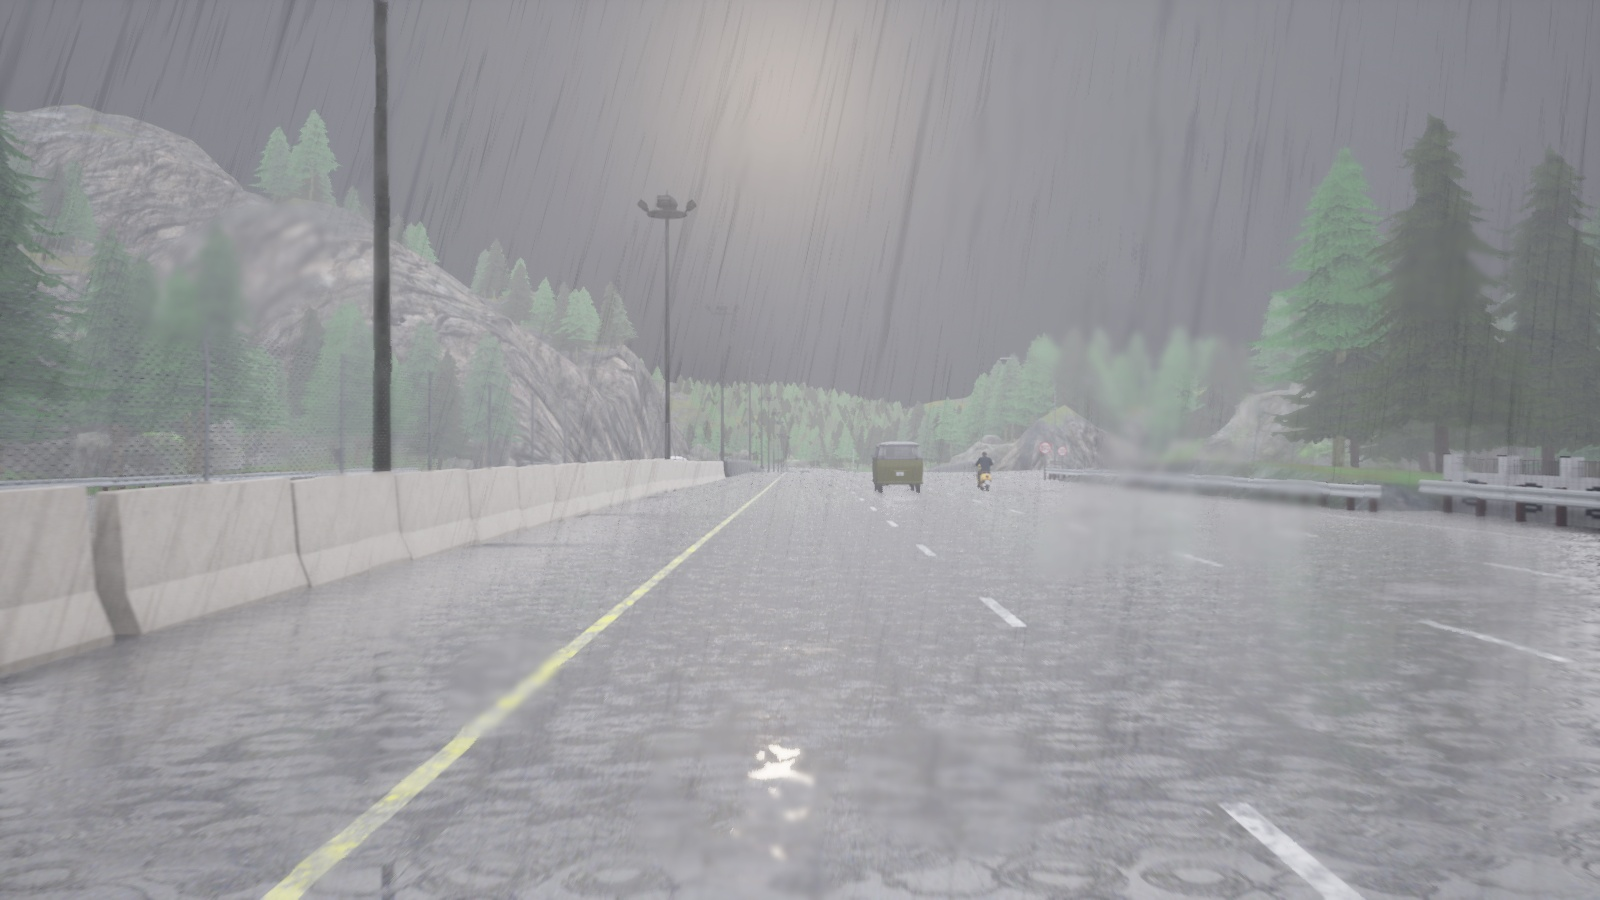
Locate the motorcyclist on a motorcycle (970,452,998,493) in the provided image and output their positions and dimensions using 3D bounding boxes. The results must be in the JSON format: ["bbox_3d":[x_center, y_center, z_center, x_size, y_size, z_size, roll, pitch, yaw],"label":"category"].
[{"bbox_3d":[7.298,0.864,49.802,0.866,1.590,1.817,0,0,0],"label":"motorcyclist on a motorcycle"}]

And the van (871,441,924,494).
[{"bbox_3d":[3.797,0.660,49.609,1.775,1.987,4.442,0,0,0],"label":"van"}]
